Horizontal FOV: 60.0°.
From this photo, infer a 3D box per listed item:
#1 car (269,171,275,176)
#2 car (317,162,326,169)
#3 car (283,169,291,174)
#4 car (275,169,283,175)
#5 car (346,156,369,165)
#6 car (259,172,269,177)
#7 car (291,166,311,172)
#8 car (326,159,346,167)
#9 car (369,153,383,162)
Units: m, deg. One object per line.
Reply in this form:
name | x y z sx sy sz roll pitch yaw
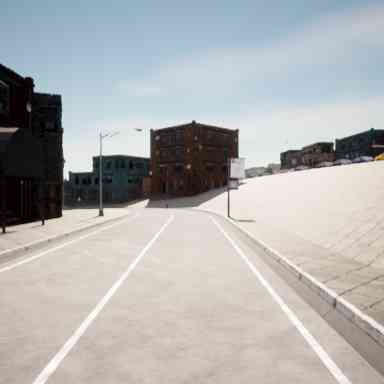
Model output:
car | 21.135 -4.452 81.055 2.185 1.767 4.553 0 1 -1
car | 21.736 -4.032 53.433 2.231 1.521 4.892 0 1 -1
car | 21.378 -4.171 69.863 2.002 1.452 4.674 0 1 -1
car | 21.255 -4.397 75.536 2.185 1.767 4.553 0 1 -1
car | 22.098 -3.828 42.373 2.002 1.452 4.674 0 1 -2
car | 20.894 -4.424 92.070 2.231 1.521 4.892 0 0 -1
car | 21.498 -4.278 64.370 2.185 1.767 4.553 0 1 -1
car | 21.864 -3.959 47.915 2.231 1.521 4.892 0 1 -1
car | 22.450 -3.771 36.836 2.097 1.535 5.008 0 1 -4
